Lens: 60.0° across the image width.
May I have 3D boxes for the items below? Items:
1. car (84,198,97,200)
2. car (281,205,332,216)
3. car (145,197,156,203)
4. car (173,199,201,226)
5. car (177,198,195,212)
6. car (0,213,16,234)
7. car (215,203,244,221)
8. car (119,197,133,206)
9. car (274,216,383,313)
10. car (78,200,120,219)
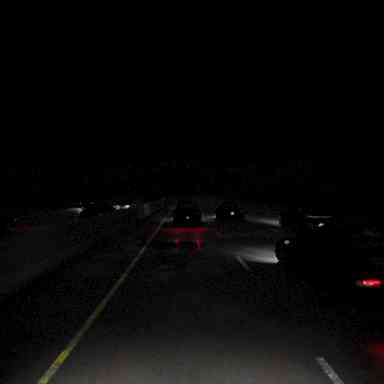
[{"bbox_3d":[-15.193,1.624,49.623,1.837,1.490,4.892,0,-1,-1],"label":"car"},{"bbox_3d":[6.742,1.534,19.946,2.128,1.511,4.902,0,0,-1],"label":"car"},{"bbox_3d":[-8.615,1.596,68.553,1.895,1.301,4.718,0,0,-1],"label":"car"},{"bbox_3d":[-0.367,1.532,24.206,1.882,1.535,5.008,0,0,-1],"label":"car"},{"bbox_3d":[-0.816,1.584,41.659,2.128,1.511,4.902,0,0,-1],"label":"car"},{"bbox_3d":[-10.874,1.643,16.672,1.895,1.301,4.718,0,0,-1],"label":"car"},{"bbox_3d":[3.050,1.624,27.499,1.994,1.385,4.181,0,0,-1],"label":"car"},{"bbox_3d":[-11.914,1.620,59.753,1.882,1.535,5.008,0,0,-1],"label":"car"},{"bbox_3d":[3.515,1.564,7.968,2.033,1.411,5.357,0,0,-1],"label":"car"},{"bbox_3d":[-7.646,1.612,27.292,2.033,1.411,5.357,0,0,-1],"label":"car"}]
